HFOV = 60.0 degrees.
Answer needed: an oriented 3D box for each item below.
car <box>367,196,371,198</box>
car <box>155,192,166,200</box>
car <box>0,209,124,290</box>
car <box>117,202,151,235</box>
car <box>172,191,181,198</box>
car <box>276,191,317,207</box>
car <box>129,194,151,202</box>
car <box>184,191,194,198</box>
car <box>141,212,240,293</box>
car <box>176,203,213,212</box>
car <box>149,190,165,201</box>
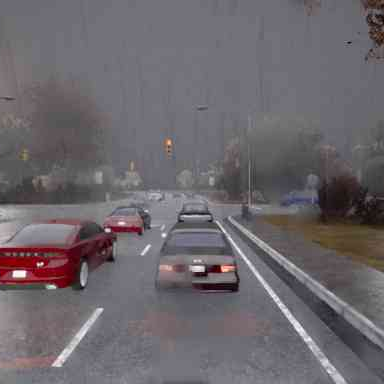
[{"bbox_3d":[24.093,1.216,43.784,5.357,1.411,2.033,0,1,-3],"label":"car"},{"bbox_3d":[-7.064,0.877,75.427,2.128,1.511,4.902,0,1,-1],"label":"car"},{"bbox_3d":[-3.392,1.445,9.014,1.882,1.535,5.008,0,0,0],"label":"car"},{"bbox_3d":[-3.387,1.458,18.001,1.994,1.385,4.181,0,1,0],"label":"car"},{"bbox_3d":[-3.936,0.786,86.115,1.895,1.301,4.718,0,1,-4],"label":"car"},{"bbox_3d":[13.792,0.895,43.207,5.566,2.045,2.150,0,1,-4],"label":"car"},{"bbox_3d":[-7.070,1.269,43.903,1.895,1.301,4.718,0,0,0],"label":"car"},{"bbox_3d":[-0.436,0.714,86.199,2.128,1.511,4.902,0,1,-4],"label":"car"},{"bbox_3d":[0.106,1.516,8.940,2.033,1.411,5.357,0,0,0],"label":"car"},{"bbox_3d":[0.141,1.380,18.632,2.128,1.511,4.902,0,0,-1],"label":"car"},{"bbox_3d":[-7.022,0.708,63.810,2.150,2.045,5.566,0,1,0],"label":"car"}]
